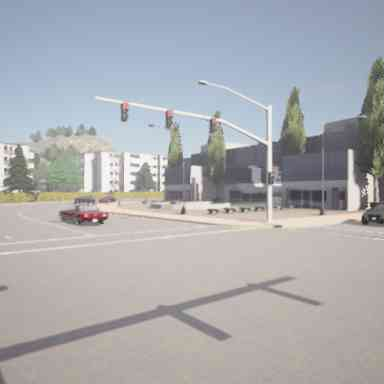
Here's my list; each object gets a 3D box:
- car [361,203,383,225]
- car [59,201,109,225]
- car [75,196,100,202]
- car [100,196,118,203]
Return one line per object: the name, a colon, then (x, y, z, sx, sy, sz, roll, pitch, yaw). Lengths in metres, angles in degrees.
car: (12.917, 1.451, 21.804, 4.181, 1.385, 1.994, 0, 0, -35)
car: (-7.743, 1.564, 23.483, 1.895, 1.301, 4.718, 0, 0, -39)
car: (-17.078, 1.414, 54.455, 1.837, 1.490, 4.892, 0, 0, -1)
car: (-16.151, 1.441, 64.446, 1.994, 1.385, 4.181, 0, 0, 17)
